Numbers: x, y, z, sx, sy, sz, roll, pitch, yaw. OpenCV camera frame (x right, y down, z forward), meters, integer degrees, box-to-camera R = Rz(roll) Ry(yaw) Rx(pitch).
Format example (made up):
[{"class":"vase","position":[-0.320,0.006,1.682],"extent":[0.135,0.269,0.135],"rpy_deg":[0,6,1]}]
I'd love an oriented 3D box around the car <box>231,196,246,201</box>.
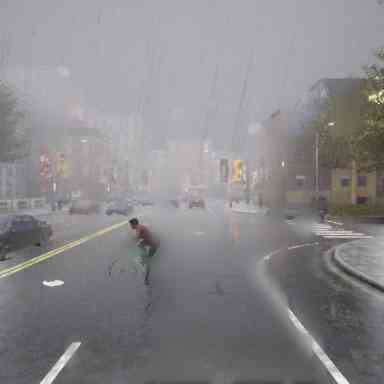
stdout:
[{"class":"car","position":[11.366,1.552,80.186],"extent":[4.181,1.385,1.994],"rpy_deg":[0,0,-42]}]

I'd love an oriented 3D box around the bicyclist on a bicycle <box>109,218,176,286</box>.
[{"class":"bicyclist on a bicycle","position":[-1.215,1.454,8.054],"extent":[1.656,1.620,0.582],"rpy_deg":[-2,0,1]}]

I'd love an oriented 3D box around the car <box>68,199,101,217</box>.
[{"class":"car","position":[-10.247,1.477,32.062],"extent":[1.882,1.535,5.008],"rpy_deg":[0,0,1]}]

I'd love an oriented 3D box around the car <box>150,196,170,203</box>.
[{"class":"car","position":[-6.939,1.595,72.451],"extent":[1.895,1.301,4.718],"rpy_deg":[0,0,30]}]

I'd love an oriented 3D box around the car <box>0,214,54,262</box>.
[{"class":"car","position":[-6.978,1.547,12.269],"extent":[2.033,1.411,5.357],"rpy_deg":[0,0,1]}]

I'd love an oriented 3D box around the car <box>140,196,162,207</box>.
[{"class":"car","position":[-6.335,1.547,50.318],"extent":[2.033,1.411,5.357],"rpy_deg":[0,0,4]}]

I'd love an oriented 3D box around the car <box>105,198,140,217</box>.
[{"class":"car","position":[-6.756,1.547,31.860],"extent":[2.033,1.411,5.357],"rpy_deg":[0,0,1]}]

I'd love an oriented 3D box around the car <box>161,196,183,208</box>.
[{"class":"car","position":[-2.766,1.505,47.359],"extent":[1.837,1.490,4.892],"rpy_deg":[0,0,3]}]

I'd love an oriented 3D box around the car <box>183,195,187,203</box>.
[{"class":"car","position":[-2.425,1.525,66.213],"extent":[1.812,1.442,4.674],"rpy_deg":[0,0,23]}]

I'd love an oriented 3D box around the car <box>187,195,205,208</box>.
[{"class":"car","position":[0.773,1.352,47.983],"extent":[2.097,1.767,4.553],"rpy_deg":[0,0,3]}]

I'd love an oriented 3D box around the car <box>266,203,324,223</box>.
[{"class":"car","position":[7.814,1.564,25.417],"extent":[4.181,1.385,1.994],"rpy_deg":[0,0,9]}]

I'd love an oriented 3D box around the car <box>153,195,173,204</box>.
[{"class":"car","position":[-5.877,1.477,67.161],"extent":[1.882,1.535,5.008],"rpy_deg":[0,0,23]}]
